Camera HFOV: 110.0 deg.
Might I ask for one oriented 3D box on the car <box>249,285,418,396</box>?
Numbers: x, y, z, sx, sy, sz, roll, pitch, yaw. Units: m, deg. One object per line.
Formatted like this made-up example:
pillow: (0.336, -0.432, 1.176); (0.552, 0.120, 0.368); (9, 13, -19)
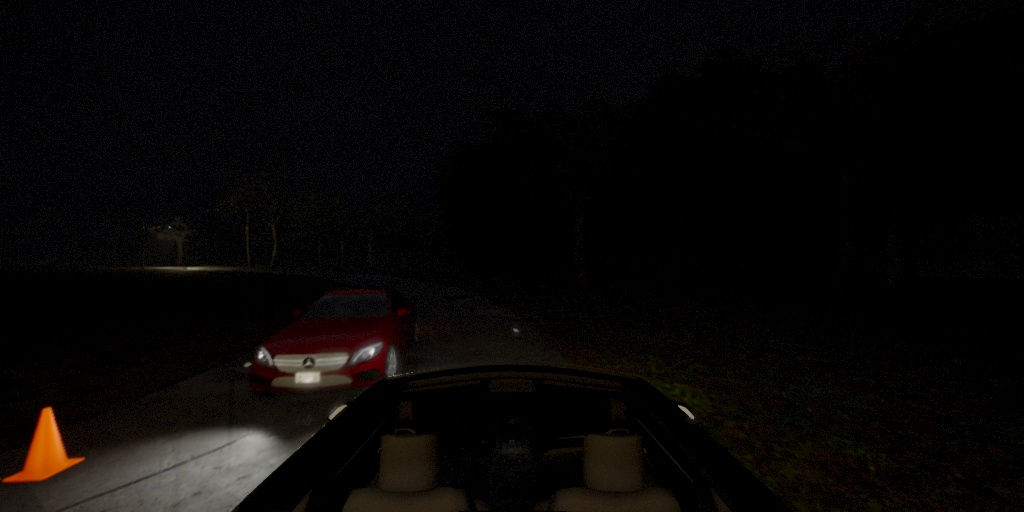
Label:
car: (-2.937, 1.331, 6.933); (1.812, 1.442, 4.674); (0, -1, -8)

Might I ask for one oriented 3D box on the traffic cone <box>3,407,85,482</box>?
traffic cone: (-4.396, 1.729, 3.383); (0.340, 0.580, 0.340); (0, 0, -3)
